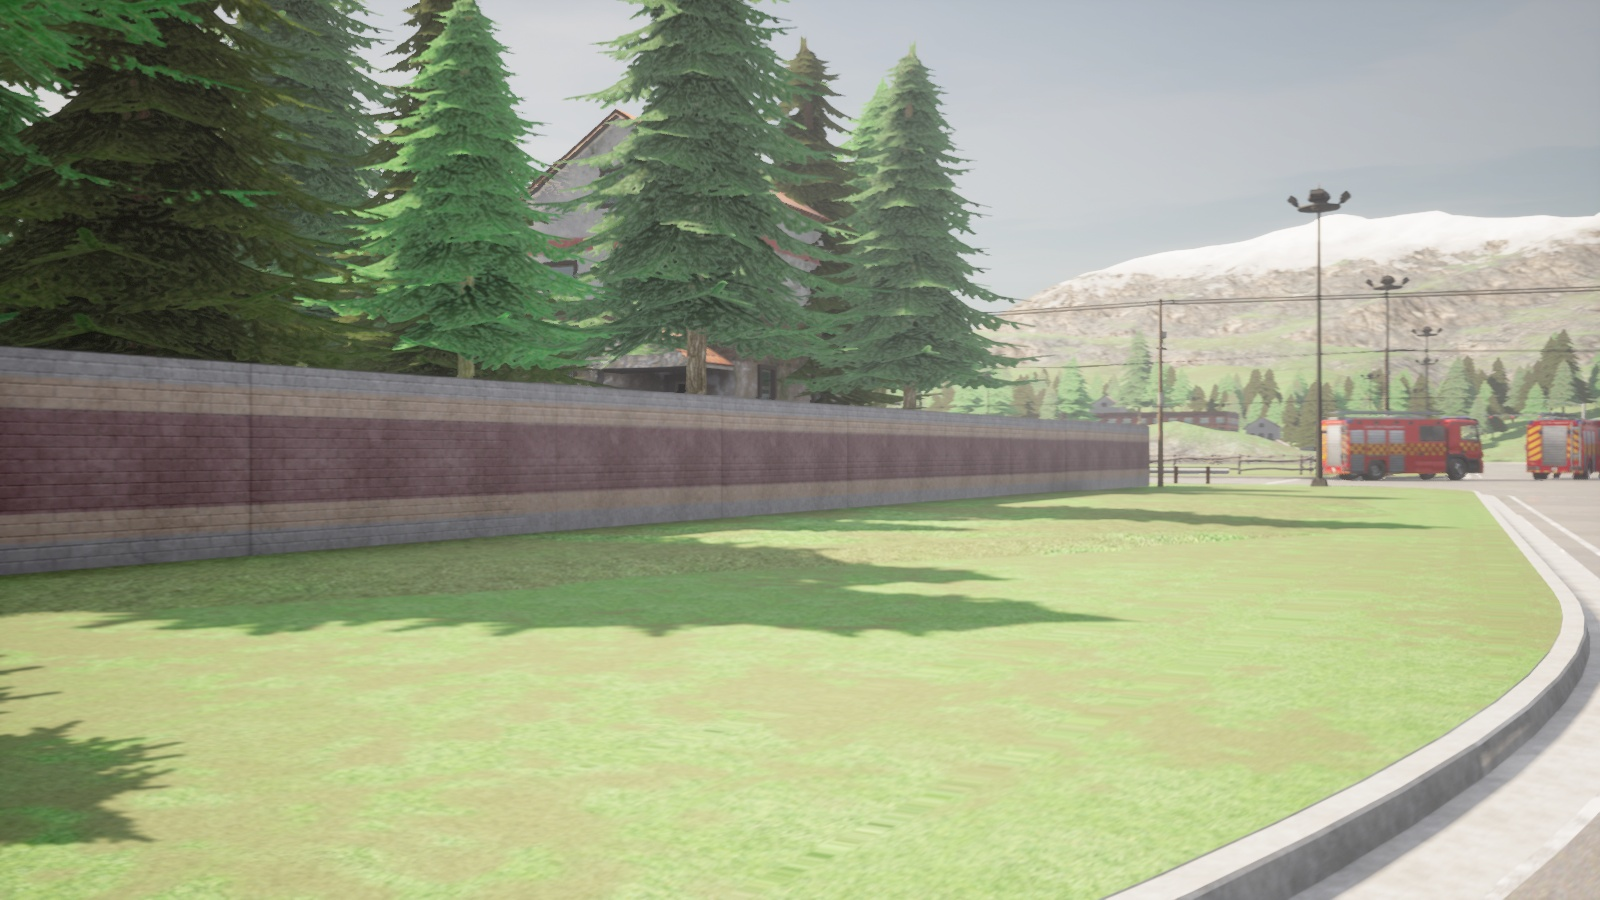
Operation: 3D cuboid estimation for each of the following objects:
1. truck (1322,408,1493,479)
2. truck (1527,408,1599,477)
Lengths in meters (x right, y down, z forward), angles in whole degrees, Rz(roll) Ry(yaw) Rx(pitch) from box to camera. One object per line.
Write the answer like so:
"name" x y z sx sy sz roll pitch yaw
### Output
"truck" 33.603 -0.366 69.578 8.468 3.827 2.891 0 0 -11
"truck" 45.185 -0.402 73.422 2.891 3.827 8.468 0 0 42
